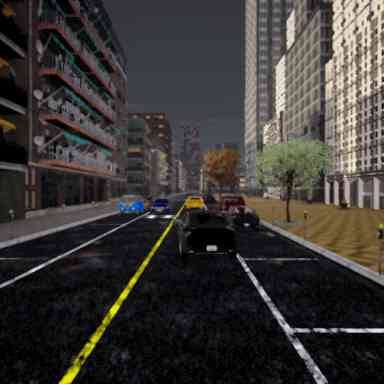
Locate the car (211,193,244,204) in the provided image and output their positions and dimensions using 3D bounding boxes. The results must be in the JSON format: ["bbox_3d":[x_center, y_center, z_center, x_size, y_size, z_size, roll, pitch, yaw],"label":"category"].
[{"bbox_3d":[2.853,1.170,24.754,2.192,1.841,5.009,0,0,0],"label":"car"}]

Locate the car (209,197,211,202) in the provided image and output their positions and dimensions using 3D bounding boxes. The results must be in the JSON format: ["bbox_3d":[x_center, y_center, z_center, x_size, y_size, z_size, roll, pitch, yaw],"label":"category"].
[{"bbox_3d":[2.889,1.390,30.277,1.947,1.339,4.313,0,0,0],"label":"car"}]

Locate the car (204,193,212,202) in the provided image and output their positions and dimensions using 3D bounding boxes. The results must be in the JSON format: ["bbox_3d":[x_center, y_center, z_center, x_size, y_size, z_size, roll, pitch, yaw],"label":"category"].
[{"bbox_3d":[3.067,1.249,57.890,1.947,1.339,4.313,0,0,0],"label":"car"}]

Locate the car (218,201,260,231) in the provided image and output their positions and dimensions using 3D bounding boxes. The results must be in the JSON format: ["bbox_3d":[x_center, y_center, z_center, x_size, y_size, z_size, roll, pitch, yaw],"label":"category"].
[{"bbox_3d":[2.817,1.437,19.231,2.008,1.369,4.403,0,0,0],"label":"car"}]

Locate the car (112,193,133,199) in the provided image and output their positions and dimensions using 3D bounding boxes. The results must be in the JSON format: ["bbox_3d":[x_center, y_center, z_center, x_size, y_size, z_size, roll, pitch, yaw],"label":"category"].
[{"bbox_3d":[-15.930,0.930,76.518,4.403,1.369,2.008,1,-1,0],"label":"car"}]

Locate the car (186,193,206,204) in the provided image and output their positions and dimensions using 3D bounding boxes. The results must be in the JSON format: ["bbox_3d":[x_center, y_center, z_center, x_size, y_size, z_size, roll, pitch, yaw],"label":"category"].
[{"bbox_3d":[0.351,1.256,38.605,1.882,1.535,5.008,0,1,0],"label":"car"}]

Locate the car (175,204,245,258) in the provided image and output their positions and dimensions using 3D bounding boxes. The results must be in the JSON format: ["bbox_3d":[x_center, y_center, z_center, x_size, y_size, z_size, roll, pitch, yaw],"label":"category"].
[{"bbox_3d":[0.432,1.431,12.426,1.837,1.490,4.892,0,0,-4],"label":"car"}]

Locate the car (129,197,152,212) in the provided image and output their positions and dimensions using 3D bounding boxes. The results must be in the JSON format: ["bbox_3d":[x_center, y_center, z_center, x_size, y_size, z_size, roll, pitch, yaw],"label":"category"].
[{"bbox_3d":[-5.458,1.318,35.684,1.752,1.417,4.829,0,0,0],"label":"car"}]

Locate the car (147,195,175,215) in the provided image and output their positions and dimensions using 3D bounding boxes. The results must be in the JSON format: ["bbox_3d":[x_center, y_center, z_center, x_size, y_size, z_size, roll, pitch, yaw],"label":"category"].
[{"bbox_3d":[-2.890,1.339,31.855,1.812,1.442,4.674,0,0,0],"label":"car"}]

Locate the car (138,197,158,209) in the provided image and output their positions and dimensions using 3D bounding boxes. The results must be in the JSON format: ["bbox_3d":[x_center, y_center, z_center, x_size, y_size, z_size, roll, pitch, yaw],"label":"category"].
[{"bbox_3d":[-5.421,1.329,41.377,1.947,1.339,4.313,0,0,0],"label":"car"}]

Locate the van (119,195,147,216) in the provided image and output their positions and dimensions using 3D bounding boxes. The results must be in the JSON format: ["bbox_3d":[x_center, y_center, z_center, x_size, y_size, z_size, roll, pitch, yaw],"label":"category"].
[{"bbox_3d":[-5.492,1.163,30.330,1.690,1.788,3.998,0,0,0],"label":"van"}]

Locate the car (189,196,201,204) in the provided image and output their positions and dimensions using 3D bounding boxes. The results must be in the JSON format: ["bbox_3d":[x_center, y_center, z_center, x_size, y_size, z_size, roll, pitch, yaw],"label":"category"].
[{"bbox_3d":[0.465,1.291,56.366,1.895,1.301,4.718,0,0,0],"label":"car"}]
